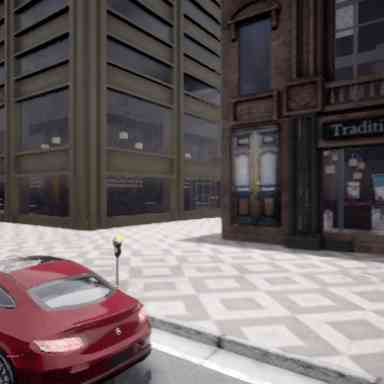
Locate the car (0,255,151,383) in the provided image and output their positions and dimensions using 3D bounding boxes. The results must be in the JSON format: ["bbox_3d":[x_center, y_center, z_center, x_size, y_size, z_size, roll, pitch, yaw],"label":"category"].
[{"bbox_3d":[-2.434,1.580,4.700,4.206,1.307,1.802,0,0,35],"label":"car"}]
